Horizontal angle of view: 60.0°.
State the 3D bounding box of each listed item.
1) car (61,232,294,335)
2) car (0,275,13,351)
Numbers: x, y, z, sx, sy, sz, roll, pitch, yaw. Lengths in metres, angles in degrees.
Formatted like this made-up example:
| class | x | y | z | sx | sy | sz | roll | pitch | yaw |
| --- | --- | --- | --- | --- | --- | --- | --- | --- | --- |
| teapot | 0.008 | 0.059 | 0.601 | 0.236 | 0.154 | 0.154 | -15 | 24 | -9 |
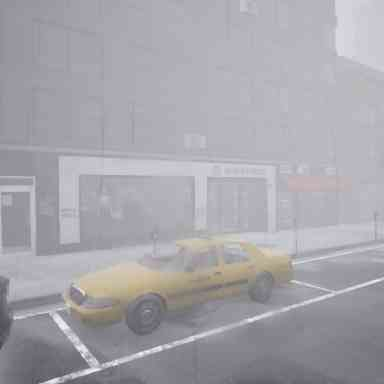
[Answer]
| class | x | y | z | sx | sy | sz | roll | pitch | yaw |
| --- | --- | --- | --- | --- | --- | --- | --- | --- | --- |
| car | 0.004 | 1.524 | 6.660 | 4.829 | 1.417 | 1.752 | 0 | -1 | -35 |
| car | -4.343 | 1.566 | 3.566 | 4.313 | 1.339 | 1.947 | 0 | -1 | -35 |
